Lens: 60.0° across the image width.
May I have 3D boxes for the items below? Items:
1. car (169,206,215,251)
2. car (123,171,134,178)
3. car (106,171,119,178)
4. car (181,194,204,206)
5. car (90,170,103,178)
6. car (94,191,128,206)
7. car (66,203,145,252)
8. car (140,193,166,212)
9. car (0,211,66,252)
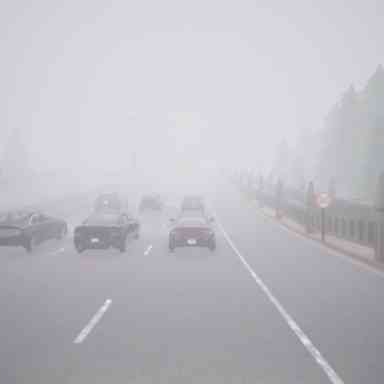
[{"bbox_3d":[0.007,1.579,14.373,1.812,1.442,4.674,0,1,0],"label":"car"},{"bbox_3d":[-13.704,-3.874,72.084,1.895,1.301,4.718,0,7,0],"label":"car"},{"bbox_3d":[-17.204,-3.869,72.104,1.895,1.301,4.718,0,7,0],"label":"car"},{"bbox_3d":[0.063,0.897,29.174,1.994,1.385,4.181,0,5,1],"label":"car"},{"bbox_3d":[-20.704,-3.938,72.145,2.128,1.511,4.902,0,7,0],"label":"car"},{"bbox_3d":[-6.940,0.707,28.995,2.097,1.767,4.553,0,4,0],"label":"car"},{"bbox_3d":[-3.492,1.534,14.447,1.882,1.535,5.008,0,1,0],"label":"car"},{"bbox_3d":[-3.437,0.845,29.180,1.837,1.490,4.892,0,5,1],"label":"car"},{"bbox_3d":[-6.995,1.557,14.269,2.128,1.511,4.902,0,1,0],"label":"car"}]
